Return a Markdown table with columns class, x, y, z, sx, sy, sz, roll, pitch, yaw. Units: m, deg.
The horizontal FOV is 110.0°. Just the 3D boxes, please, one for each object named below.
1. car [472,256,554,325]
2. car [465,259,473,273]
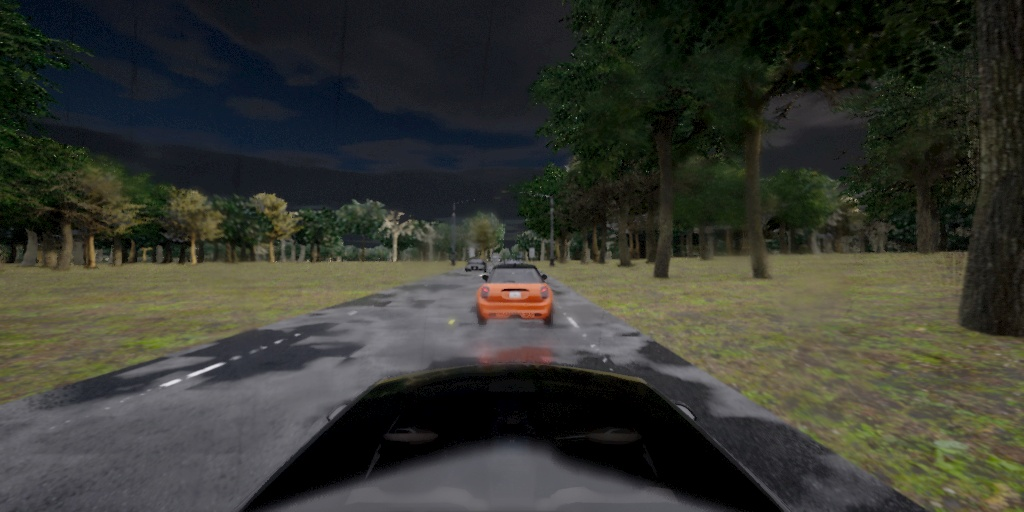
| class | x | y | z | sx | sy | sz | roll | pitch | yaw |
| --- | --- | --- | --- | --- | --- | --- | --- | --- | --- |
| car | 0.090 | 1.005 | 11.458 | 2.097 | 1.767 | 4.553 | 0 | 1 | 0 |
| car | -3.588 | 0.989 | 36.533 | 1.994 | 1.385 | 4.181 | 0 | 0 | 0 |
